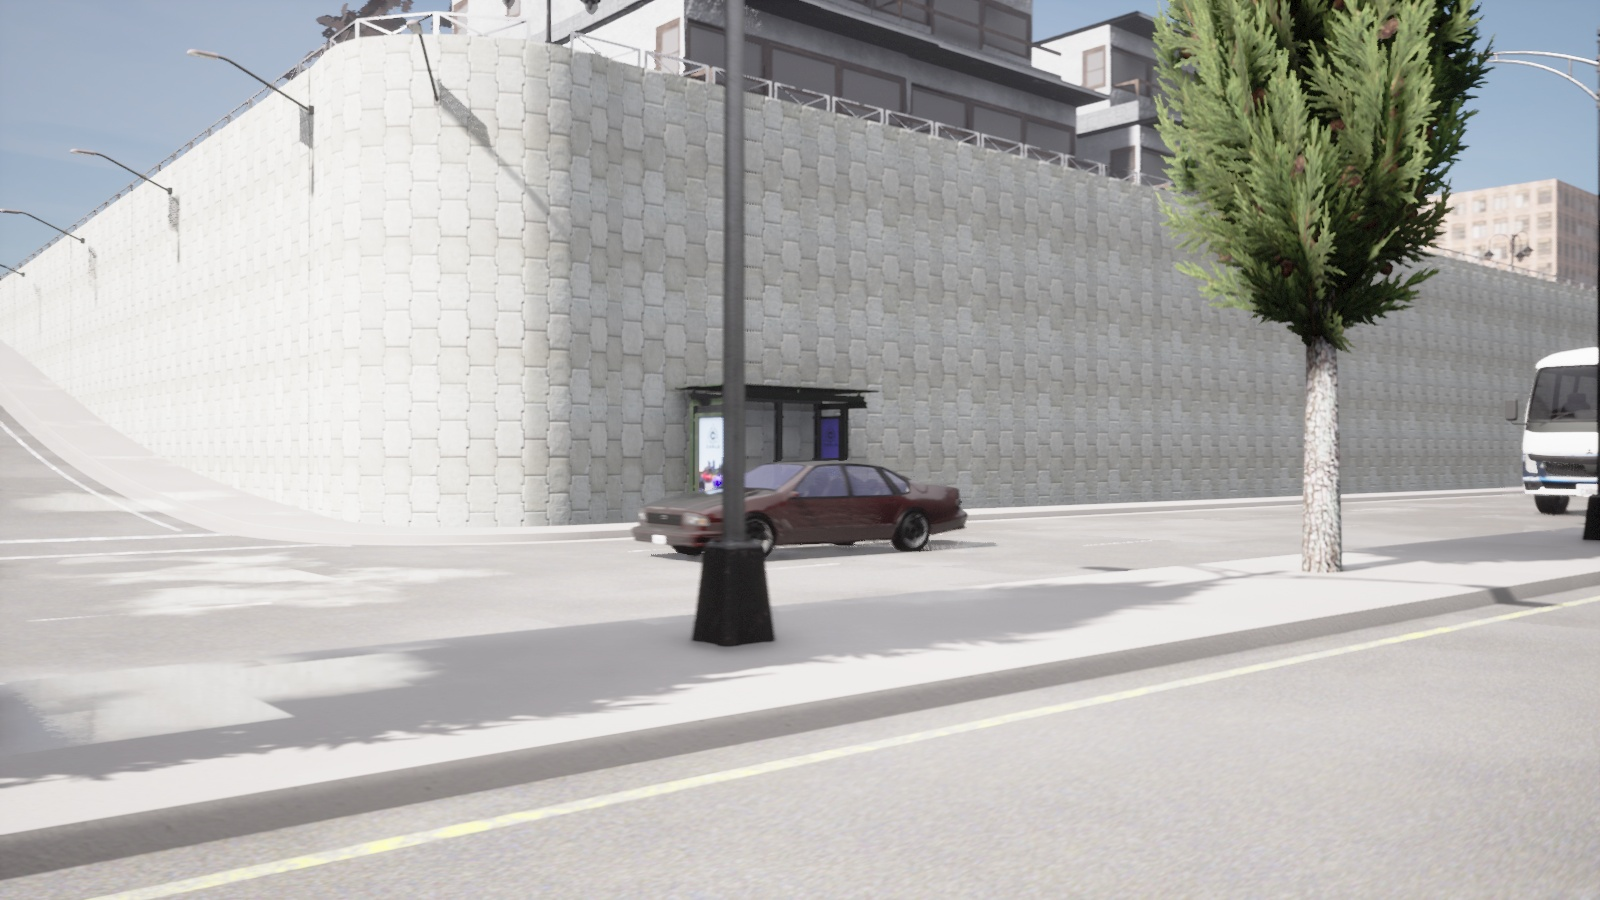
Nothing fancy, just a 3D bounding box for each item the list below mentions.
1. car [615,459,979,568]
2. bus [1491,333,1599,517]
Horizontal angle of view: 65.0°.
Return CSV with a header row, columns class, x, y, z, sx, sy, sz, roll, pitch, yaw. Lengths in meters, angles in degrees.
class,x,y,z,sx,sy,sz,roll,pitch,yaw
car,0.077,0.854,18.940,5.357,1.411,2.033,0,0,-37
bus,22.166,-0.585,32.619,10.273,4.253,3.944,0,0,-40
